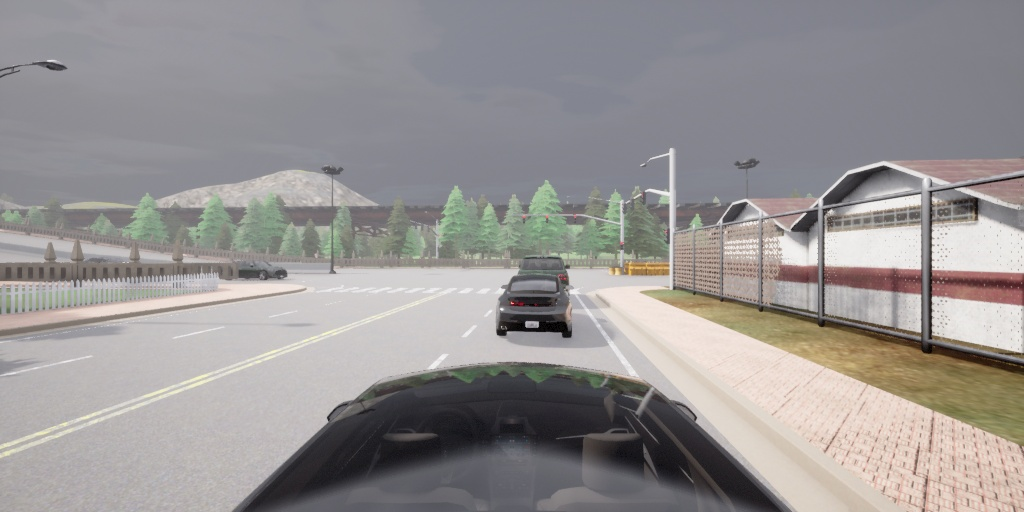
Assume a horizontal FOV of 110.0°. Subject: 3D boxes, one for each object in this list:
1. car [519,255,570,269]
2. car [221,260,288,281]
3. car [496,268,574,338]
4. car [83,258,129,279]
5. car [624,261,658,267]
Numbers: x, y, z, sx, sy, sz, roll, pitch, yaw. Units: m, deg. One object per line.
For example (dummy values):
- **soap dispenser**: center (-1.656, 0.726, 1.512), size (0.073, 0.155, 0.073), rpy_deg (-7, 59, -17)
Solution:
- **car**: center (1.449, 0.971, 16.276), size (2.150, 2.045, 5.566), rpy_deg (0, 0, 7)
- **car**: center (-21.182, 1.101, 29.727), size (4.553, 1.767, 2.097), rpy_deg (0, 0, 6)
- **car**: center (0.695, 1.255, 10.264), size (1.837, 1.490, 4.892), rpy_deg (0, 0, 6)
- **car**: center (-34.078, 1.169, 30.675), size (5.357, 1.411, 2.033), rpy_deg (2, 0, 4)
- **car**: center (15.737, 1.351, 41.492), size (4.718, 1.301, 1.895), rpy_deg (0, 0, 4)
